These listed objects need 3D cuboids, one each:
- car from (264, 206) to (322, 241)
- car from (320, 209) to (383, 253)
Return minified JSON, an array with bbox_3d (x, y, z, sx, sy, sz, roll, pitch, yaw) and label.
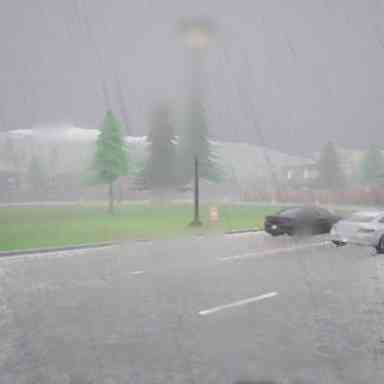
[{"bbox_3d":[5.795,1.436,16.587,5.008,1.535,1.882,-1,0,-35],"label":"car"},{"bbox_3d":[7.444,1.485,13.384,4.674,1.442,1.812,-1,0,-35],"label":"car"}]
